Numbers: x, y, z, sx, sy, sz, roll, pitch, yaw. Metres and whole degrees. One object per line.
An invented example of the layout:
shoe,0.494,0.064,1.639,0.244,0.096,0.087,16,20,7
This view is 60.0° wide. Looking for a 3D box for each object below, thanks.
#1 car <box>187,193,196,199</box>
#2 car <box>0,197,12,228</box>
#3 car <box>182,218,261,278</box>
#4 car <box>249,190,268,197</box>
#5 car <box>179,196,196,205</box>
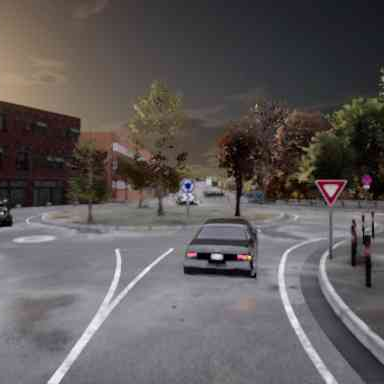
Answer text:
car,-0.106,0.939,79.471,1.882,1.535,5.008,0,0,1
car,-12.616,1.058,20.122,2.150,2.045,5.566,-2,2,-38
car,1.074,1.497,10.106,2.033,1.411,5.357,0,1,12
car,19.062,0.672,93.319,4.553,1.767,2.185,0,1,0
car,-0.820,1.124,49.615,2.033,1.411,5.357,0,0,-7
